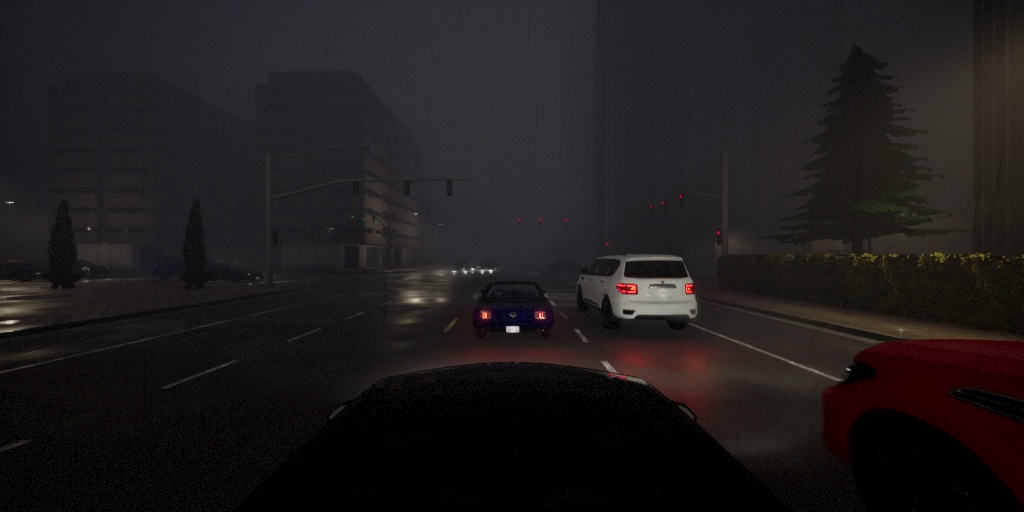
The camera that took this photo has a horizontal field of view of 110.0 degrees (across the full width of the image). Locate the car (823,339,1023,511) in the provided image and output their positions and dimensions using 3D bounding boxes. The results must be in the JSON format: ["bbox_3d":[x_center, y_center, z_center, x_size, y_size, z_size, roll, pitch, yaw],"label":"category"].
[{"bbox_3d":[3.601,0.972,0.504,2.150,2.045,5.566,0,0,0],"label":"car"}]

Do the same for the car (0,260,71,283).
[{"bbox_3d":[-37.429,1.276,27.488,4.674,1.442,1.812,0,0,1],"label":"car"}]

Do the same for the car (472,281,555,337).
[{"bbox_3d":[0.043,1.351,10.233,1.895,1.301,4.718,0,0,0],"label":"car"}]

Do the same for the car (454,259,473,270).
[{"bbox_3d":[-7.163,1.228,51.739,1.882,1.535,5.008,0,0,0],"label":"car"}]

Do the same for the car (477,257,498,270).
[{"bbox_3d":[-3.659,1.314,53.982,1.994,1.385,4.181,0,0,0],"label":"car"}]

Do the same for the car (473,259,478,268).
[{"bbox_3d":[-7.170,1.351,61.070,1.895,1.301,4.718,0,0,0],"label":"car"}]

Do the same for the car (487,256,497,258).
[{"bbox_3d":[-3.655,0.972,64.703,2.150,2.045,5.566,0,0,0],"label":"car"}]

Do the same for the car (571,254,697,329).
[{"bbox_3d":[3.573,0.971,11.362,2.150,2.045,5.566,0,0,-2],"label":"car"}]

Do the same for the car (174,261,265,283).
[{"bbox_3d":[-22.008,1.297,27.331,5.357,1.411,2.033,0,0,1],"label":"car"}]

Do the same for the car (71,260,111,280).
[{"bbox_3d":[-37.733,1.101,30.992,4.553,1.767,2.097,0,0,1],"label":"car"}]

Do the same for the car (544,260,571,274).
[{"bbox_3d":[5.932,1.256,40.868,4.892,1.490,1.837,0,2,36],"label":"car"}]

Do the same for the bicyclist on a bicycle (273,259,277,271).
[{"bbox_3d":[-28.701,1.051,42.895,0.582,1.620,1.656,0,0,0],"label":"bicyclist on a bicycle"}]

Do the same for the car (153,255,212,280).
[{"bbox_3d":[-27.505,0.972,30.902,5.566,2.045,2.150,0,0,0],"label":"car"}]
